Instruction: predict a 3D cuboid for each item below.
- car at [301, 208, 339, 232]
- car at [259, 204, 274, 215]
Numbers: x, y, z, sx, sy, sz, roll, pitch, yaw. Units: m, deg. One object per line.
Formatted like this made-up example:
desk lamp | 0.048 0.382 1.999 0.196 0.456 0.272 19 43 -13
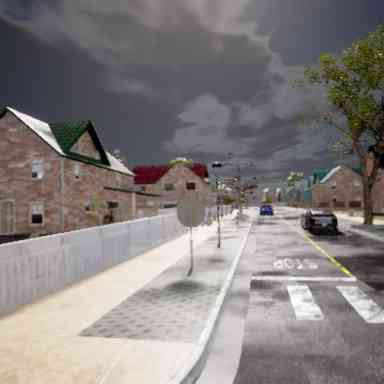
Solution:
car | 8.633 1.854 22.774 2.128 1.511 4.902 -2 -2 12
car | 10.905 2.574 48.648 1.882 1.535 5.008 -2 -2 11
